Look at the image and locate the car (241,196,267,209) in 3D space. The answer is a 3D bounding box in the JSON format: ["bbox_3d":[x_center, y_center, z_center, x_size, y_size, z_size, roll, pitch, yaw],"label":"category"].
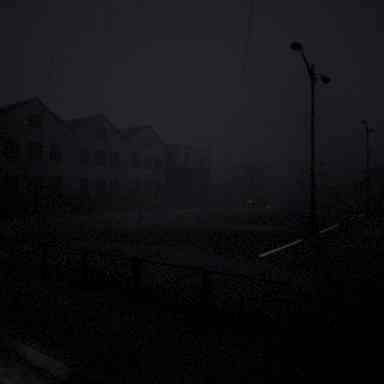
[{"bbox_3d":[7.981,1.313,42.806,1.837,1.490,4.892,0,0,35],"label":"car"}]

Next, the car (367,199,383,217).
[{"bbox_3d":[15.431,1.298,26.801,2.007,1.523,4.514,0,0,35],"label":"car"}]
